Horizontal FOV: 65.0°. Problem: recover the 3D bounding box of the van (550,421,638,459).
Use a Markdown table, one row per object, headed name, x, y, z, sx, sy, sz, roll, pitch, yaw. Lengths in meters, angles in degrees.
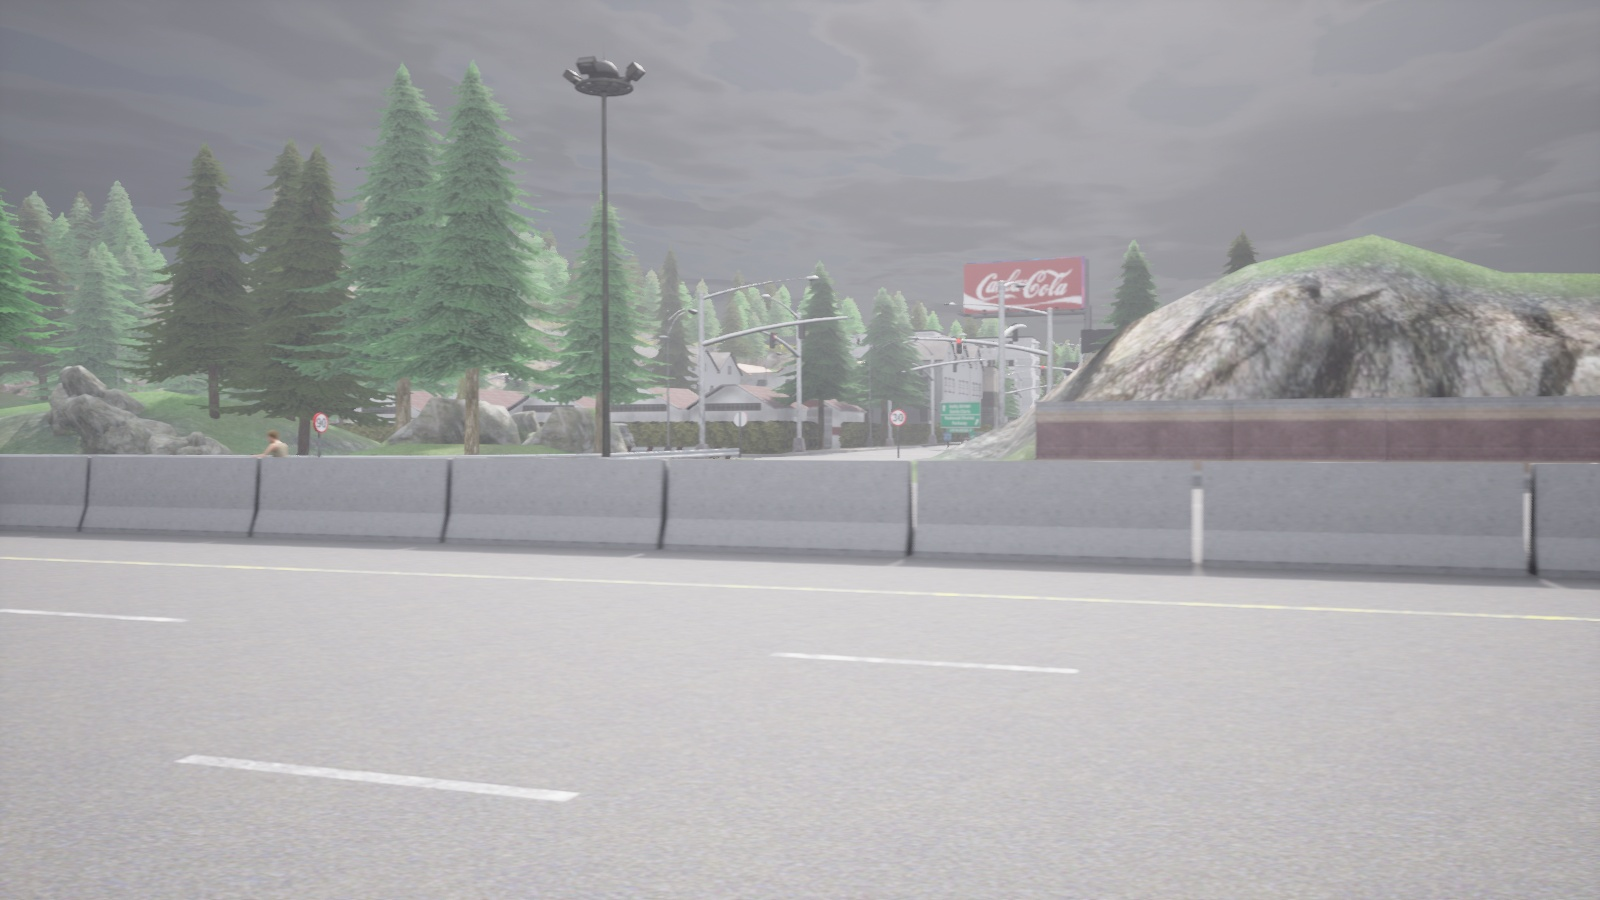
| name | x | y | z | sx | sy | sz | roll | pitch | yaw |
| --- | --- | --- | --- | --- | --- | --- | --- | --- | --- |
| van | -11.209 | -0.561 | 68.337 | 4.442 | 1.987 | 1.775 | 0 | 1 | 19 |
